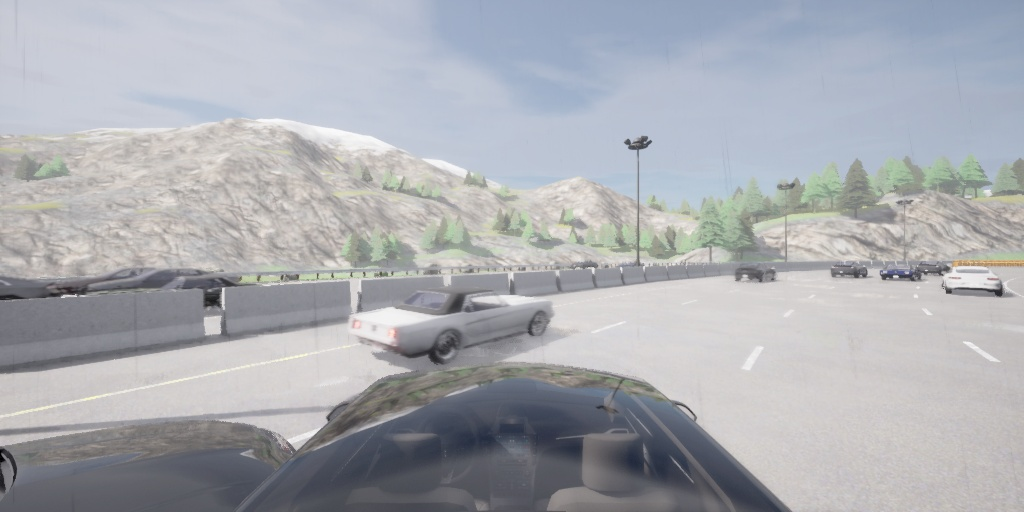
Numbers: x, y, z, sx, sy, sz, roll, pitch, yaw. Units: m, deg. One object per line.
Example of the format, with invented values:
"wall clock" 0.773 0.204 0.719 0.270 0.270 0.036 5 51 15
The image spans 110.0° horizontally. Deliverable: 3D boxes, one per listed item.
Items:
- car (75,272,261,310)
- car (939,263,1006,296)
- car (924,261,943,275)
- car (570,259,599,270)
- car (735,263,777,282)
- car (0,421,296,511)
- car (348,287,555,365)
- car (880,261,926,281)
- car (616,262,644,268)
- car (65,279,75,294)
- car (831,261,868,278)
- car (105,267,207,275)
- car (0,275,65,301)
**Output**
"car" -11.292 1.351 12.384 1.895 1.301 4.718 0 0 39
"car" 24.852 1.276 19.456 4.674 1.442 1.812 0 0 -41
"car" 43.311 1.241 36.877 4.902 1.511 2.128 0 0 -31
"car" 9.746 1.108 48.025 4.181 1.385 1.994 0 0 -38
"car" 19.515 1.256 28.669 4.892 1.490 1.837 0 0 -40
"car" -2.983 1.255 0.544 4.892 1.490 1.837 0 0 -45
"car" -0.999 1.350 8.181 1.895 1.301 4.718 0 0 40
"car" 32.302 1.351 29.742 4.718 1.301 1.895 0 0 -35
"car" 14.069 1.343 42.520 4.181 1.385 1.994 0 0 -38
"car" -19.662 1.297 18.725 2.033 1.411 5.357 0 0 38
"car" 31.373 1.241 33.354 4.902 1.511 2.128 0 0 -35
"car" -16.382 1.297 17.245 2.033 1.411 5.357 0 0 39
"car" -17.126 1.241 10.489 2.128 1.511 4.902 0 0 37
